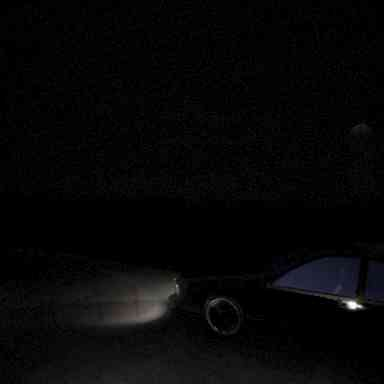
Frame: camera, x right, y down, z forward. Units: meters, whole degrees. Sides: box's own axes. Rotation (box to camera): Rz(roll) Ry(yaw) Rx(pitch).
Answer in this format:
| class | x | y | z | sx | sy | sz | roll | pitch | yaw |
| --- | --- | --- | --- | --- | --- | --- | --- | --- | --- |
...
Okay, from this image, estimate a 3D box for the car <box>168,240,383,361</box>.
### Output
| class | x | y | z | sx | sy | sz | roll | pitch | yaw |
| --- | --- | --- | --- | --- | --- | --- | --- | --- | --- |
| car | 2.335 | 1.469 | 4.849 | 5.357 | 1.411 | 2.033 | 1 | 2 | 28 |
